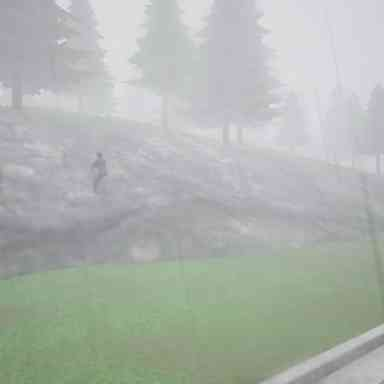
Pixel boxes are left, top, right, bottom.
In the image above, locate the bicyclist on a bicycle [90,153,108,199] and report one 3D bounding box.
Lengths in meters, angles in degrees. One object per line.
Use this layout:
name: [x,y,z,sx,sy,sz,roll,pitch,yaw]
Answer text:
bicyclist on a bicycle: [-3.607,-0.696,12.852,0.582,1.620,1.656,-5,34,-37]
